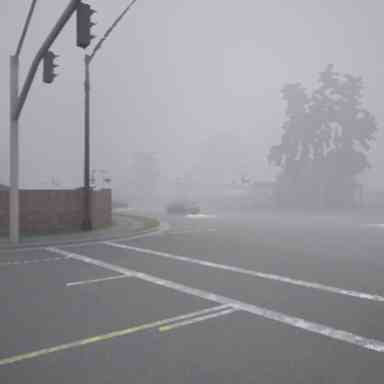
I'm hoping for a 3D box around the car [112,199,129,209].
[{"bbox_3d":[-10.927,1.731,49.338,1.994,1.385,4.181,0,0,-37],"label":"car"}]

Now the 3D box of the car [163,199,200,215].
[{"bbox_3d":[-1.013,1.718,36.089,1.994,1.385,4.181,0,0,-37],"label":"car"}]

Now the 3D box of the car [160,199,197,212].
[{"bbox_3d":[-1.800,1.675,43.497,2.128,1.511,4.902,0,0,-45],"label":"car"}]
